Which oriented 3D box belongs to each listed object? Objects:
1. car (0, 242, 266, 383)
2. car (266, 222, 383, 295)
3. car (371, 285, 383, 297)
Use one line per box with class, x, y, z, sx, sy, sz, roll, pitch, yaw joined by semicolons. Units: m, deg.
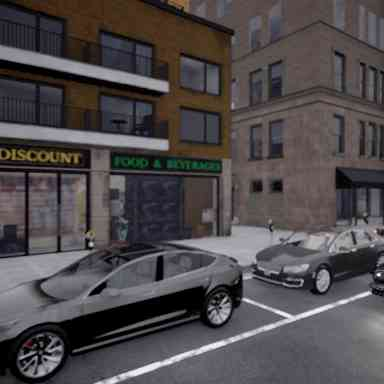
car;-1.061;1.566;5.425;4.313;1.339;1.947;0;0;-35
car;3.450;1.553;8.602;4.403;1.369;2.008;0;0;-35
car;6.124;1.550;7.381;5.357;1.411;2.033;0;0;-35
